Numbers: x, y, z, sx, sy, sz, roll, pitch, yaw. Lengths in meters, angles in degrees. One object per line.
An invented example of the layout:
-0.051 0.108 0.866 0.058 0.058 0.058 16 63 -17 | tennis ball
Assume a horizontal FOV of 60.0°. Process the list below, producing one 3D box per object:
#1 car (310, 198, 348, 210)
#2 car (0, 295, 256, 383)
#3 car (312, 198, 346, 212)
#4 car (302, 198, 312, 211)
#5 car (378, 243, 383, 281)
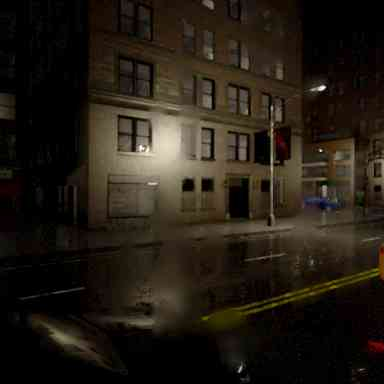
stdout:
18.037 1.534 43.876 1.947 1.339 4.313 0 0 -36 | car
-1.581 1.526 2.308 4.674 1.442 1.812 0 0 -36 | car
14.971 1.432 38.724 1.882 1.535 5.008 0 0 -36 | car
11.506 1.386 39.213 1.967 1.590 4.097 0 0 -36 | car
6.517 1.467 8.153 5.008 1.535 1.882 0 0 -36 | car
